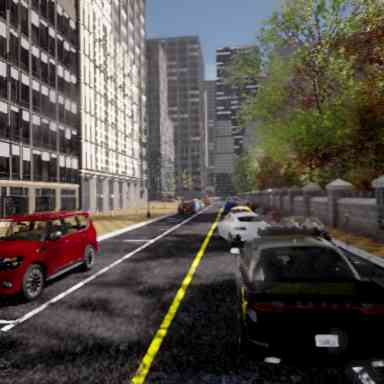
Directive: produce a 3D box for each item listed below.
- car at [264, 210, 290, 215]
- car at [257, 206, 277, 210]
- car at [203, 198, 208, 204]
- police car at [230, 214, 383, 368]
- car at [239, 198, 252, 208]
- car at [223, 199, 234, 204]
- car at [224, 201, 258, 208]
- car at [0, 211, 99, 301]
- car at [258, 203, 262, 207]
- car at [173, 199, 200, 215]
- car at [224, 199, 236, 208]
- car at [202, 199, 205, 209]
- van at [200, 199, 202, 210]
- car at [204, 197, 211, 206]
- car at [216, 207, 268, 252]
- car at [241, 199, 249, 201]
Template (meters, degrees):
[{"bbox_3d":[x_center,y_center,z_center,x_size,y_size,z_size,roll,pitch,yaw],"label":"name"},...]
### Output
[{"bbox_3d":[4.338,1.628,13.535,2.008,1.369,4.403,-1,-1,6],"label":"car"},{"bbox_3d":[4.948,1.713,19.051,1.802,1.307,4.206,-1,-1,6],"label":"car"},{"bbox_3d":[1.231,2.193,58.447,1.752,1.417,4.829,-1,-1,6],"label":"car"},{"bbox_3d":[1.777,1.467,6.256,1.930,1.638,5.238,-1,-1,6],"label":"police car"},{"bbox_3d":[9.215,1.939,57.664,1.967,1.590,4.097,-1,-1,6],"label":"car"},{"bbox_3d":[5.122,1.896,43.637,1.882,1.535,5.008,-1,0,7],"label":"car"},{"bbox_3d":[3.302,1.659,22.301,1.801,1.575,5.366,-1,-1,11],"label":"car"},{"bbox_3d":[-4.237,1.511,9.052,2.192,1.841,5.009,-1,-1,6],"label":"car"},{"bbox_3d":[5.558,1.751,24.567,1.947,1.339,4.313,-1,-1,6],"label":"car"},{"bbox_3d":[-0.581,1.830,42.097,2.192,1.841,5.009,-1,-1,6],"label":"car"},{"bbox_3d":[7.041,2.076,61.304,2.128,1.511,4.902,-1,-1,6],"label":"car"},{"bbox_3d":[0.642,2.200,53.109,1.802,1.307,4.206,-1,-1,6],"label":"car"},{"bbox_3d":[0.029,1.908,47.604,1.690,1.788,3.998,-1,-1,6],"label":"van"},{"bbox_3d":[3.216,2.135,75.123,2.192,1.841,5.009,-1,-1,6],"label":"car"},{"bbox_3d":[2.378,1.671,15.934,1.812,1.442,4.674,-1,-1,-6],"label":"car"},{"bbox_3d":[7.998,1.978,46.630,1.802,1.307,4.206,-1,-1,6],"label":"car"}]
